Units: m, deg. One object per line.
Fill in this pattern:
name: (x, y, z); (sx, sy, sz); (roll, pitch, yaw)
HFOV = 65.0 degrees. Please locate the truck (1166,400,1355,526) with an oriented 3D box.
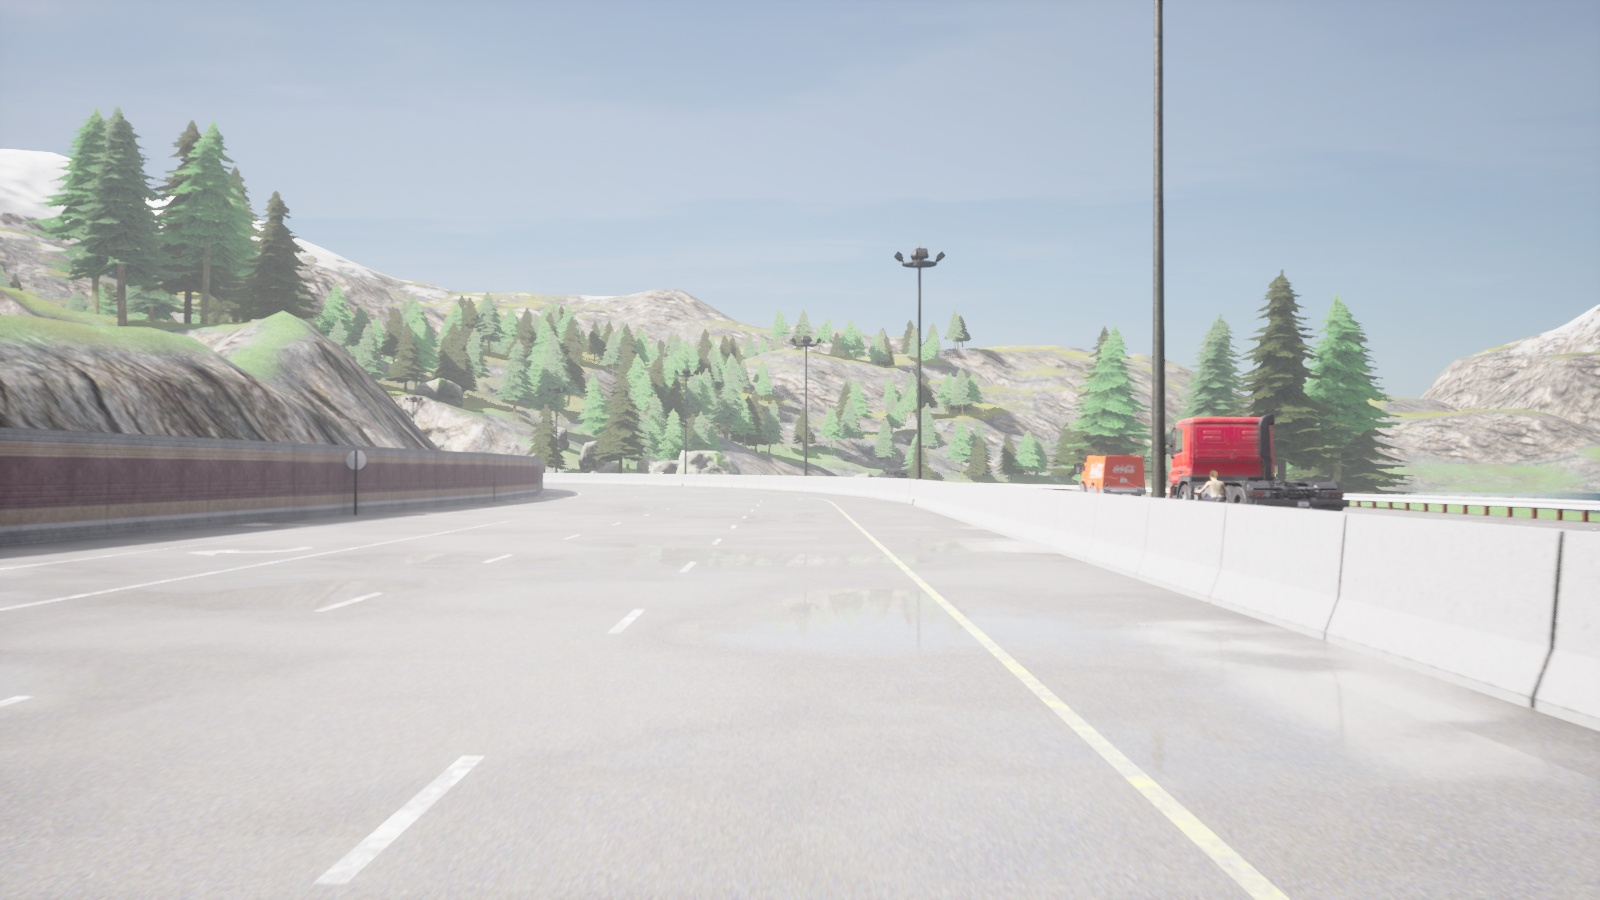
truck: (13.904, 0.426, 38.740); (2.891, 3.462, 7.936); (0, -1, 0)

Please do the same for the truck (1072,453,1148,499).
truck: (17.063, 1.421, 69.405); (2.627, 2.467, 5.204); (0, -1, -4)
